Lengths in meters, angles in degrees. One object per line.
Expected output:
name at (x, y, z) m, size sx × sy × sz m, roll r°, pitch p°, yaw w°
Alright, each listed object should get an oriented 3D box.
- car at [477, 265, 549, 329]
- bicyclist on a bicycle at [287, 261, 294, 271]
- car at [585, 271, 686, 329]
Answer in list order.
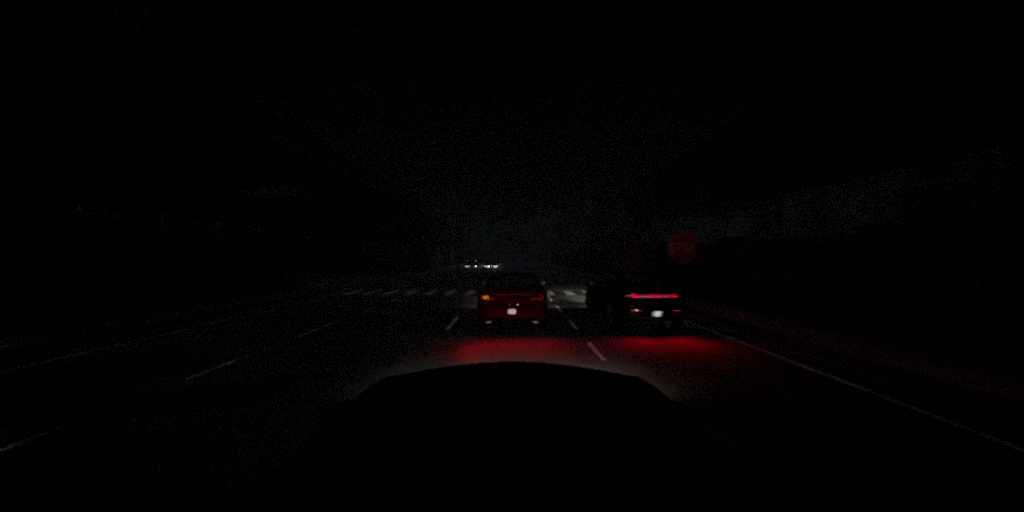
car at (0.059, 1.200, 11.165) m, size 1.882 × 1.535 × 5.008 m, roll 0°, pitch 0°, yaw 1°
bicyclist on a bicycle at (-25.449, 0.931, 41.150) m, size 0.582 × 1.620 × 1.656 m, roll 0°, pitch 0°, yaw -1°
car at (3.559, 1.210, 11.161) m, size 2.128 × 1.511 × 4.902 m, roll 0°, pitch 0°, yaw 0°
